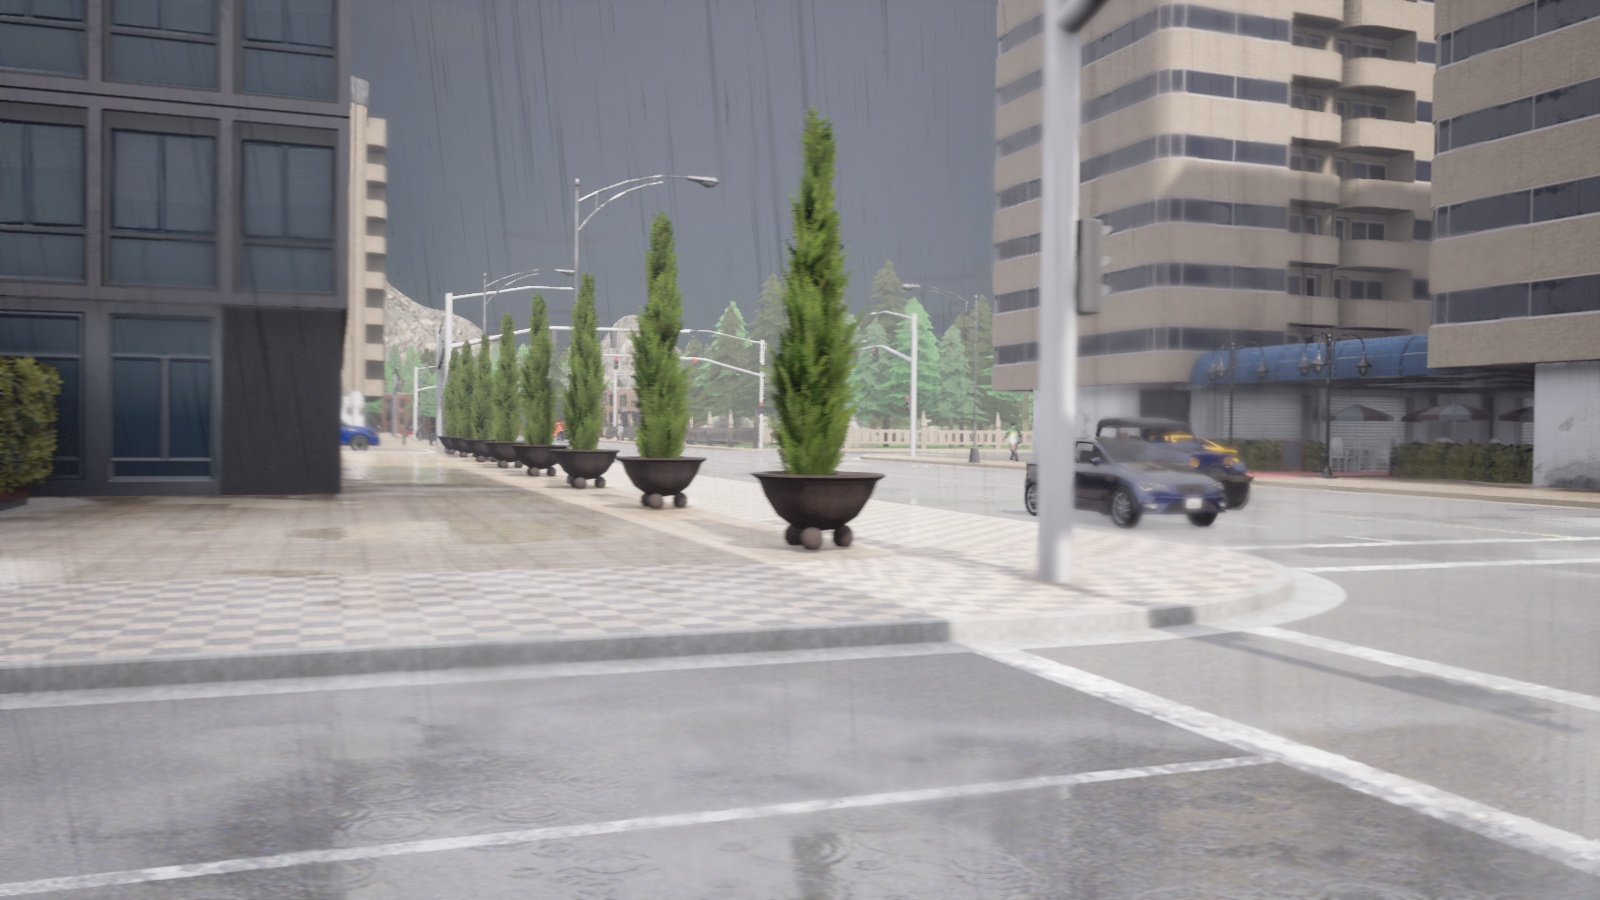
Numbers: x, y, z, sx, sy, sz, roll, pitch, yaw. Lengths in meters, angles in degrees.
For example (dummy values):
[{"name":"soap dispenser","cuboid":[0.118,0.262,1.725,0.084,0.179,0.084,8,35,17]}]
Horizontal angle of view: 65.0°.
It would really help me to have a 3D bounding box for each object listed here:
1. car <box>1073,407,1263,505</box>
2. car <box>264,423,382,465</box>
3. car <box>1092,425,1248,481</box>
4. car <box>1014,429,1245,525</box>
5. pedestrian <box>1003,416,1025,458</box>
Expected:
[{"name":"car","cuboid":[7.638,0.081,26.432,1.905,1.878,3.866,-1,1,-20]},{"name":"car","cuboid":[-24.556,-0.328,64.813,5.566,2.045,2.150,-1,1,-20]},{"name":"car","cuboid":[10.970,0.045,37.646,1.882,1.535,5.008,-1,1,-20]},{"name":"car","cuboid":[5.585,0.395,21.890,1.816,1.474,4.193,-1,1,-20]},{"name":"pedestrian","cuboid":[10.079,-0.615,59.173,0.659,1.952,0.873,-1,1,-18]}]
